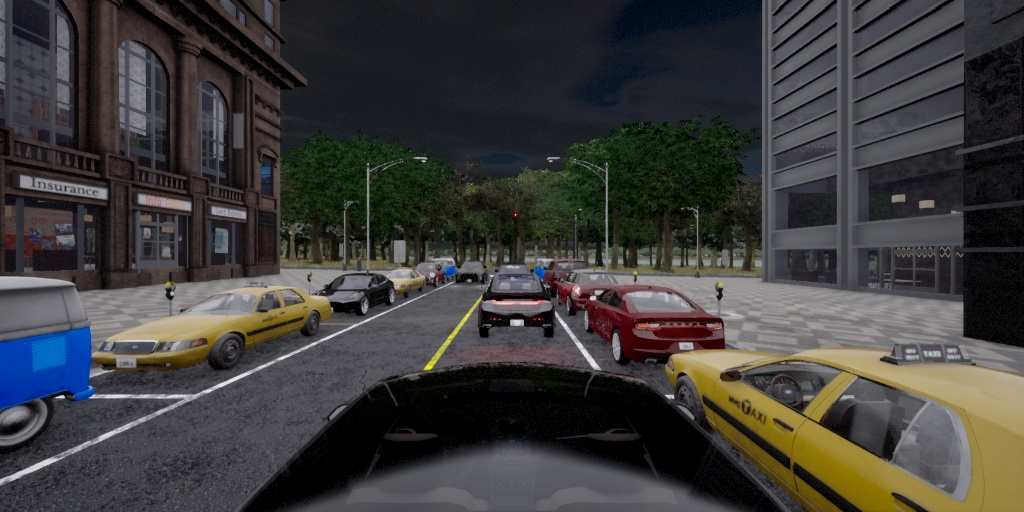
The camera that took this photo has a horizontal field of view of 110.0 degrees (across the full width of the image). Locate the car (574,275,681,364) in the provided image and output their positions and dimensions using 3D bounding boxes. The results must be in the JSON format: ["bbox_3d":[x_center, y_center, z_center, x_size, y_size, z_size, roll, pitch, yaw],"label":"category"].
[{"bbox_3d":[2.771,1.295,7.921,1.888,1.381,4.507,0,0,0],"label":"car"}]

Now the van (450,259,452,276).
[{"bbox_3d":[-5.720,1.094,29.684,1.690,1.789,3.998,0,0,0],"label":"van"}]

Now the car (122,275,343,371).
[{"bbox_3d":[-5.754,1.275,7.764,1.751,1.417,4.829,0,0,0],"label":"car"}]

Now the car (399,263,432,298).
[{"bbox_3d":[-5.737,1.277,18.639,1.751,1.417,4.829,0,0,0],"label":"car"}]

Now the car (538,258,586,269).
[{"bbox_3d":[2.788,1.066,18.795,2.192,1.841,5.009,0,0,0],"label":"car"}]

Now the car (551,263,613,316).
[{"bbox_3d":[2.780,1.190,13.358,1.967,1.591,4.097,0,0,0],"label":"car"}]

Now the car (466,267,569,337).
[{"bbox_3d":[0.113,1.242,10.235,2.128,1.511,4.902,0,0,0],"label":"car"}]

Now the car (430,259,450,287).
[{"bbox_3d":[-5.728,1.192,24.246,1.967,1.591,4.097,0,0,0],"label":"car"}]

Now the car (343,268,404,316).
[{"bbox_3d":[-5.745,1.316,13.371,1.948,1.339,4.313,0,0,0],"label":"car"}]

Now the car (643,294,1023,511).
[{"bbox_3d":[2.763,1.275,2.653,1.751,1.417,4.829,0,0,0],"label":"car"}]

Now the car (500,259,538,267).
[{"bbox_3d":[0.128,1.103,19.200,2.097,1.767,4.553,0,0,1],"label":"car"}]

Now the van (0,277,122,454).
[{"bbox_3d":[-5.762,1.091,2.496,1.690,1.789,3.998,0,0,0],"label":"van"}]

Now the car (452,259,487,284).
[{"bbox_3d":[-2.961,1.117,27.094,2.097,1.767,4.553,0,0,0],"label":"car"}]
